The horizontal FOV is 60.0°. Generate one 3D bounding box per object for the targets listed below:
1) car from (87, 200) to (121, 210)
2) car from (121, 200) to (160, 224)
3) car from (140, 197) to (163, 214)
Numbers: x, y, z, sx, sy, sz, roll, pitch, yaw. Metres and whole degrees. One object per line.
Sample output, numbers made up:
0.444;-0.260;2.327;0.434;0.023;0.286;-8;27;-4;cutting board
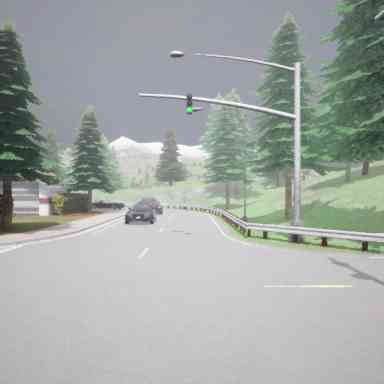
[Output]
-10.955;1.608;42.291;4.718;1.301;1.895;0;0;15;car
-3.726;1.564;24.688;1.994;1.385;4.181;0;0;-2;car
-4.460;1.352;34.486;2.097;1.767;4.553;0;0;-19;car
